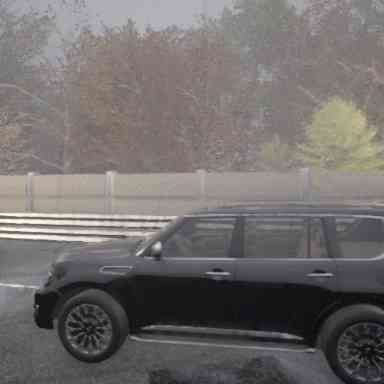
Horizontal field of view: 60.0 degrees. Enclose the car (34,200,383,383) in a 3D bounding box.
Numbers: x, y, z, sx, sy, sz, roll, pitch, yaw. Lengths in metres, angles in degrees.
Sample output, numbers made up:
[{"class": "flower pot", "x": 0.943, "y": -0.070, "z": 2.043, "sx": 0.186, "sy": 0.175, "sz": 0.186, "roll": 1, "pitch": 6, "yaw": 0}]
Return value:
[{"class": "car", "x": 0.596, "y": 1.148, "z": 4.910, "sx": 5.566, "sy": 2.045, "sz": 2.150, "roll": 0, "pitch": 1, "yaw": 11}]
